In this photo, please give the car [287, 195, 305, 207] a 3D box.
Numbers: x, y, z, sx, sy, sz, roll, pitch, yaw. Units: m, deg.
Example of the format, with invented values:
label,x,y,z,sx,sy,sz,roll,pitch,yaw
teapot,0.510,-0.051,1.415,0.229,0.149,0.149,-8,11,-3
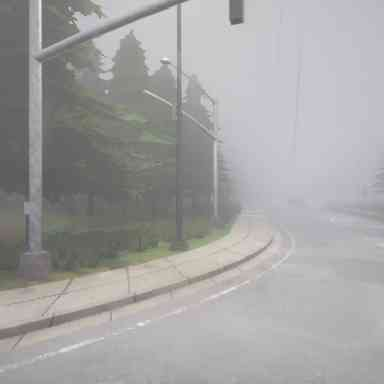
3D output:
label,x,y,z,sx,sy,sz,roll,pitch,yaw
car,16.240,1.351,51.958,2.097,1.767,4.553,0,0,8
